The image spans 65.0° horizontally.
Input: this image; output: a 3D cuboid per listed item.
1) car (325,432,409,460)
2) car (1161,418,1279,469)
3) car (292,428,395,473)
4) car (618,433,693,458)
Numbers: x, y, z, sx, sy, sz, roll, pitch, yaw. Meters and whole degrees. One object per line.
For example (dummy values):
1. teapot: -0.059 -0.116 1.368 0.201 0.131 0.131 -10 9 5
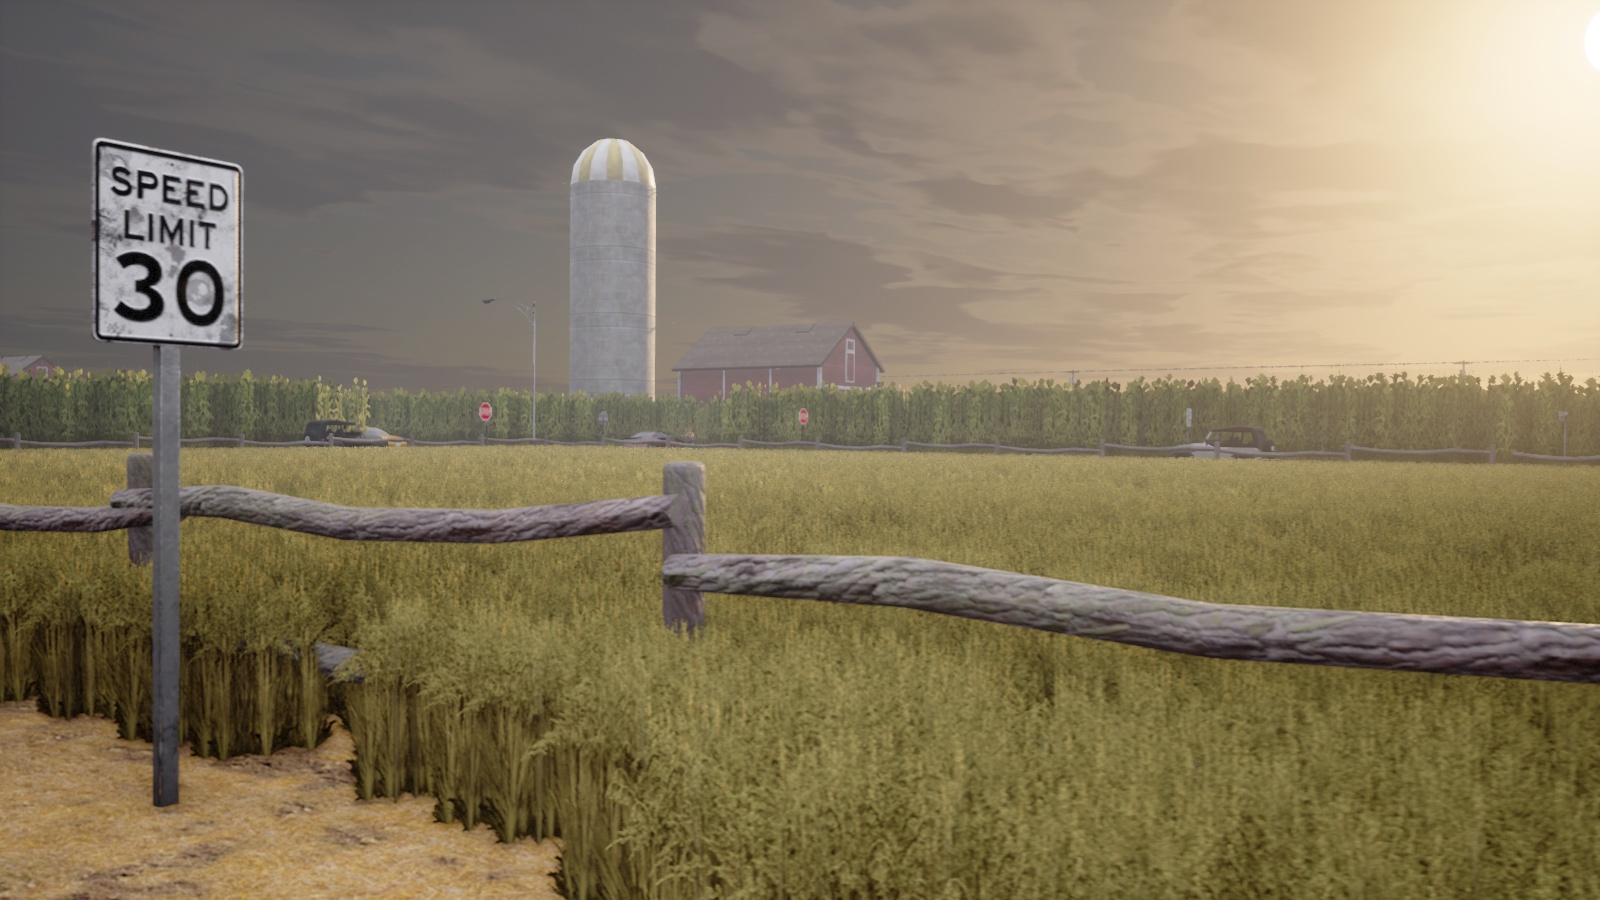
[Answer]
1. car: -25.208 -0.234 73.048 5.366 1.575 1.801 0 1 35
2. car: 16.005 -0.269 47.926 3.866 1.878 1.905 0 1 35
3. car: -20.095 -0.025 55.392 1.905 1.878 3.866 0 1 35
4. car: -8.291 -0.250 72.374 1.994 1.385 4.181 0 1 35
